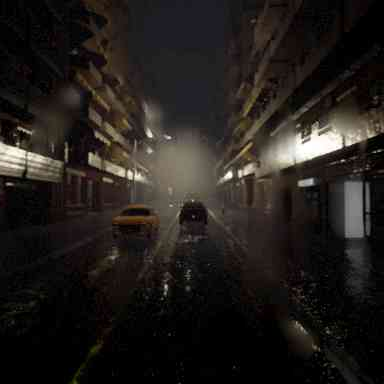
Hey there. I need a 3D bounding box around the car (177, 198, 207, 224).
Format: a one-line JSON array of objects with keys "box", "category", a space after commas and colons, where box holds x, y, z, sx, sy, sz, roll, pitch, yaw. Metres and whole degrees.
[{"box": [0.103, 1.457, 24.433, 1.882, 1.535, 5.008, 0, 0, 0], "category": "car"}]

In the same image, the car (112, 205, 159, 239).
[{"box": [-2.848, 1.465, 17.609, 1.882, 1.535, 5.008, 0, 0, 0], "category": "car"}]

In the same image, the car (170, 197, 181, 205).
[{"box": [-2.783, 1.523, 58.777, 1.895, 1.301, 4.718, 0, 0, 1], "category": "car"}]

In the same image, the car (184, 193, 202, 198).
[{"box": [0.104, 1.175, 42.710, 2.150, 2.045, 5.566, 0, 0, 0], "category": "car"}]
